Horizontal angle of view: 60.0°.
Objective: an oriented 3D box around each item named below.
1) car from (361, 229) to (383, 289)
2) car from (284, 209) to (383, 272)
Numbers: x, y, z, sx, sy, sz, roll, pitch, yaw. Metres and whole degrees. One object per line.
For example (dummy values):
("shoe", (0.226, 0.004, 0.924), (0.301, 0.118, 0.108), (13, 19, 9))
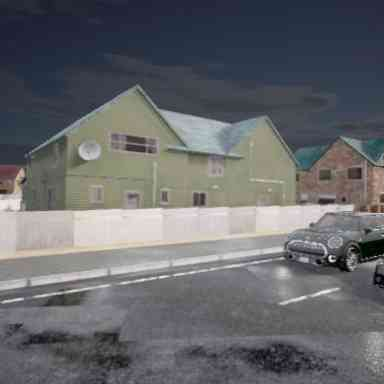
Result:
("car", (6.246, 1.676, 8.055), (4.181, 1.385, 1.994), (1, 0, -35))
("car", (5.220, 1.475, 11.298), (4.553, 1.767, 2.097), (1, 0, -35))
